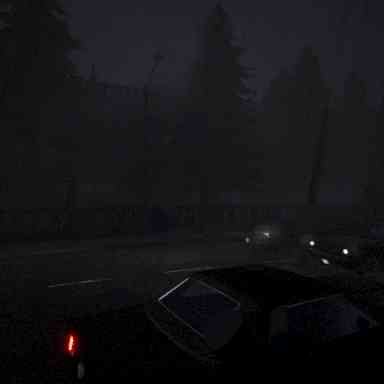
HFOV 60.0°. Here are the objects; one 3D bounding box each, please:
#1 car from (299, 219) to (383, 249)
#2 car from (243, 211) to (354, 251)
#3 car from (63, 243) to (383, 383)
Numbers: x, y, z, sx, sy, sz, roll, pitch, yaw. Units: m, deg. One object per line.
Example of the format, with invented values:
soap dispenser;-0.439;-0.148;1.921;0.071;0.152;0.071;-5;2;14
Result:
car;5.821;1.601;9.705;4.718;1.301;1.895;0;0;-14
car;4.397;1.491;12.779;4.902;1.511;2.128;0;0;-15
car;1.079;1.601;3.938;4.718;1.301;1.895;0;0;-27
